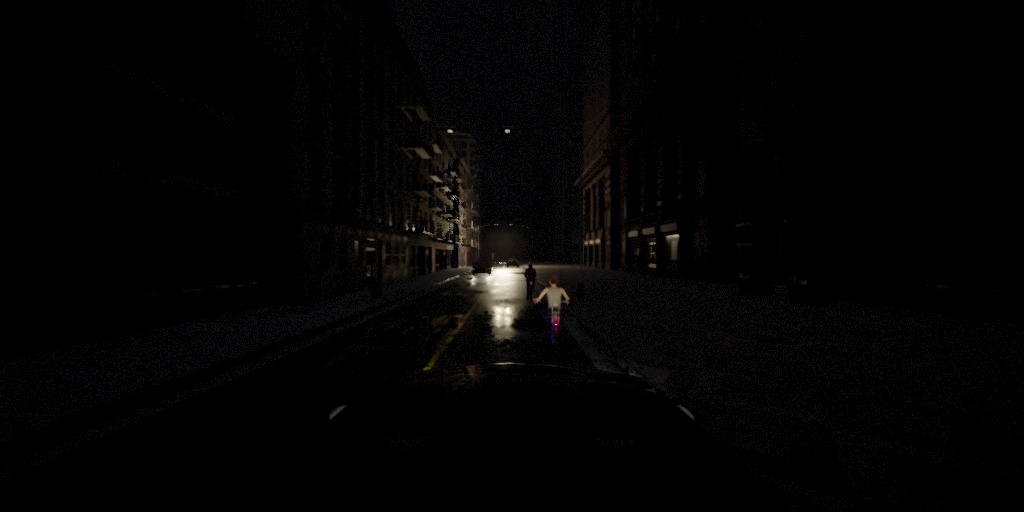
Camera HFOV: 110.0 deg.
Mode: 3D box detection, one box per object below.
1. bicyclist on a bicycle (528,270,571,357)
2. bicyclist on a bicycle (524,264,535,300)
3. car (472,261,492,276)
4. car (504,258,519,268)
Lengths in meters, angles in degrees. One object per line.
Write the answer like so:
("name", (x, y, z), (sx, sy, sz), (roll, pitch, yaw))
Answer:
("bicyclist on a bicycle", (0.862, 1.183, 7.586), (0.866, 1.612, 1.509), (0, 0, 0))
("bicyclist on a bicycle", (0.833, 1.196, 16.064), (0.582, 1.620, 1.656), (0, 0, 0))
("car", (-3.082, 1.223, 37.514), (1.882, 1.535, 5.008), (0, 0, 0))
("car", (0.129, 1.135, 63.467), (2.097, 1.767, 4.553), (0, 0, 0))
